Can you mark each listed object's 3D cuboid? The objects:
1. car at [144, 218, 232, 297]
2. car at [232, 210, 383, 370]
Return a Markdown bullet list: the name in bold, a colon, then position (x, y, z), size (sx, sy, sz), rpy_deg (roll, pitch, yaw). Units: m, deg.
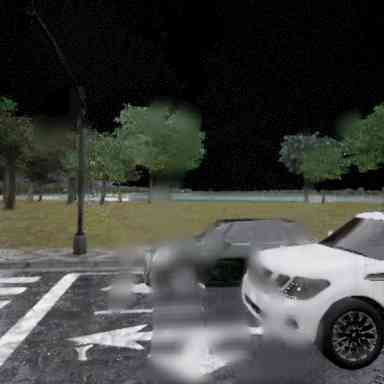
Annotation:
- **car**: position (1.081, 1.462, 8.502), size (4.553, 1.767, 2.097), rpy_deg (1, -1, -8)
- **car**: position (3.703, 1.318, 5.569), size (5.566, 2.045, 2.150), rpy_deg (1, -1, -8)
